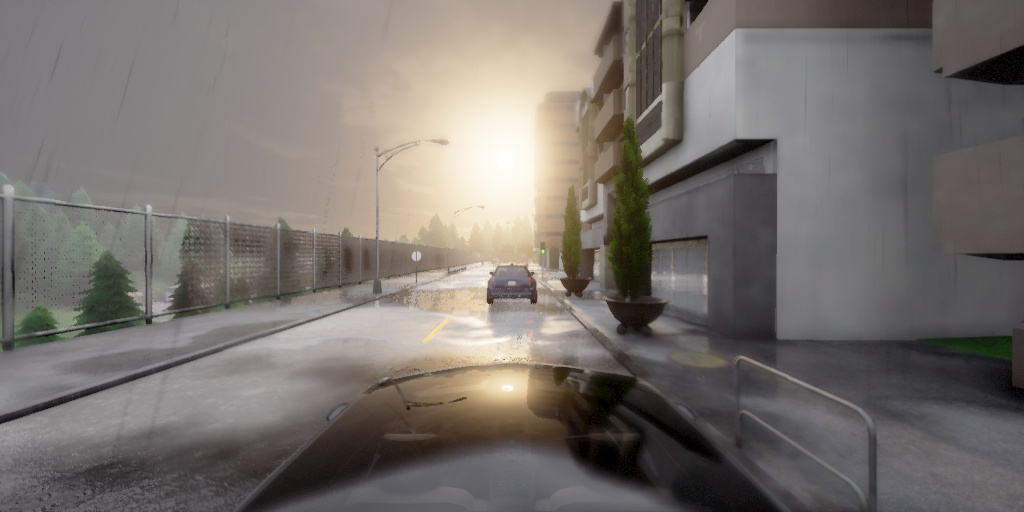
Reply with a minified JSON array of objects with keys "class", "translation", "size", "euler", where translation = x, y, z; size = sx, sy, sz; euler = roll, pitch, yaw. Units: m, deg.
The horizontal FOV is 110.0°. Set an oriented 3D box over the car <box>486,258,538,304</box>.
[{"class":"car","translation":[0.000,1.113,16.470],"size":[2.097,1.767,4.553],"euler":[0,0,0]}]
